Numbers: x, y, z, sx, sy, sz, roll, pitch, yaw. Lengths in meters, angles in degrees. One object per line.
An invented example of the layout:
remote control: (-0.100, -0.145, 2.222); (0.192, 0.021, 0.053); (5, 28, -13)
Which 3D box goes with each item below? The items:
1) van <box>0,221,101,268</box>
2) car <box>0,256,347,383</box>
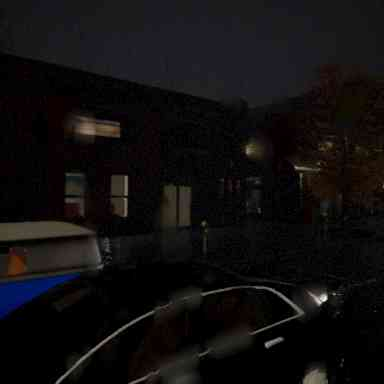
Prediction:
van: (-3.159, 1.342, 4.284); (3.998, 1.788, 1.690); (0, 1, -36)
car: (-0.550, 1.500, 2.979); (4.892, 1.490, 1.837); (0, 0, -35)
